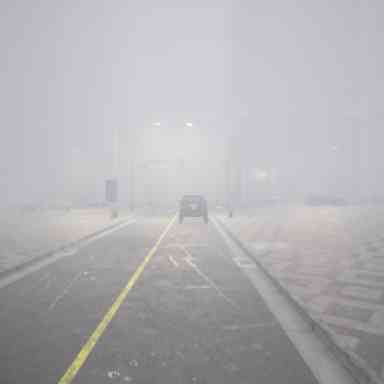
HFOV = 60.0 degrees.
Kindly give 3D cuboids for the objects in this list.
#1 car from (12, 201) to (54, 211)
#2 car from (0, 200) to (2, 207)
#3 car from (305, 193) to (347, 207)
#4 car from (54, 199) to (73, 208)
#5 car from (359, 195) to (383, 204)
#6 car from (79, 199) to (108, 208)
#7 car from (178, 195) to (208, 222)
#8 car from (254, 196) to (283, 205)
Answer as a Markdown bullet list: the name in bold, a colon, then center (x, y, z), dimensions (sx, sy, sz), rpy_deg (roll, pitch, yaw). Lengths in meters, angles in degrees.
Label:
- **car**: center (-20.779, 1.827, 42.836), dimensions (4.403, 1.369, 2.008), rpy_deg (-1, 1, 0)
- **car**: center (-32.058, 1.775, 51.361), dimensions (5.009, 1.841, 2.192), rpy_deg (-1, 1, 0)
- **car**: center (17.226, 1.032, 42.912), dimensions (5.009, 1.841, 2.192), rpy_deg (-1, 1, 0)
- **car**: center (-20.937, 1.807, 51.360), dimensions (4.829, 1.417, 1.752), rpy_deg (-1, 1, 0)
- **car**: center (28.161, 1.118, 51.434), dimensions (4.507, 1.381, 1.887), rpy_deg (-1, 1, 0)
- **car**: center (-15.124, 1.757, 51.358), dimensions (4.313, 1.339, 1.947), rpy_deg (-1, 1, 0)
- **car**: center (0.107, 1.210, 25.996), dimensions (2.150, 2.045, 5.566), rpy_deg (0, 0, 0)
- **car**: center (11.784, 1.347, 51.442), dimensions (4.403, 1.369, 2.008), rpy_deg (-1, 1, 0)
